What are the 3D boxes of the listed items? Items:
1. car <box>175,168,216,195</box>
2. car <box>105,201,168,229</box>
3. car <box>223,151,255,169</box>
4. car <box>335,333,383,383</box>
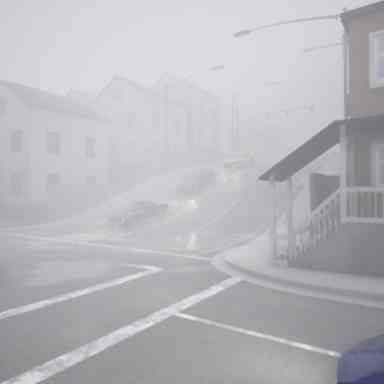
[{"bbox_3d":[0.311,-1.058,29.022,1.837,1.490,4.892,-1,19,34],"label":"car"},{"bbox_3d":[-3.748,1.464,23.033,1.895,1.301,4.718,-1,11,34],"label":"car"},{"bbox_3d":[5.074,-3.520,35.974,1.882,1.535,5.008,-1,12,35],"label":"car"},{"bbox_3d":[3.218,1.503,1.681,4.674,1.442,1.812,-1,0,36],"label":"car"}]
